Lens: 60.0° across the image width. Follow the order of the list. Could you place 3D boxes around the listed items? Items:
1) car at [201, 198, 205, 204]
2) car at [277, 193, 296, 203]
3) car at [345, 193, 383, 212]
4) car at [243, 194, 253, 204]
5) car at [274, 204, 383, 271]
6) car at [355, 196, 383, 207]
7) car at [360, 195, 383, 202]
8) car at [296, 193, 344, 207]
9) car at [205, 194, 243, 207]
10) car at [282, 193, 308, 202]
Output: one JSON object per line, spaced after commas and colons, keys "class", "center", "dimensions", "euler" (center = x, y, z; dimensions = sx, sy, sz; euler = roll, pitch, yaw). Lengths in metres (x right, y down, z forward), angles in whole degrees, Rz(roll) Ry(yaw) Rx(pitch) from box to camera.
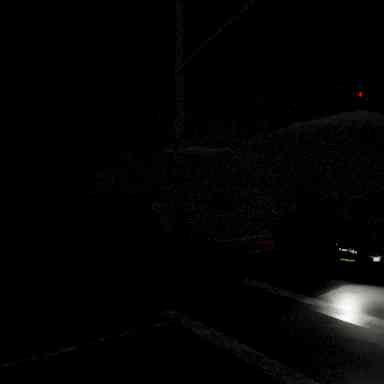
{"class": "car", "center": [3.122, 1.232, 53.060], "dimensions": [1.970, 1.475, 3.806], "euler": [0, 0, -36]}
{"class": "car", "center": [18.496, 1.077, 64.585], "dimensions": [1.905, 1.878, 3.866], "euler": [0, 0, -36]}
{"class": "car", "center": [17.730, 1.077, 32.860], "dimensions": [1.905, 1.878, 3.866], "euler": [0, 0, -36]}
{"class": "car", "center": [8.131, 1.154, 57.084], "dimensions": [2.152, 1.636, 5.027], "euler": [0, 0, -36]}
{"class": "car", "center": [4.120, 1.334, 10.339], "dimensions": [1.837, 1.490, 4.892], "euler": [2, 0, -7]}
{"class": "car", "center": [26.288, 1.298, 47.888], "dimensions": [2.007, 1.523, 4.514], "euler": [0, 0, -36]}
{"class": "car", "center": [37.680, 1.384, 69.648], "dimensions": [1.970, 1.475, 3.806], "euler": [0, 0, -36]}
{"class": "car", "center": [15.780, 1.097, 41.161], "dimensions": [1.932, 1.855, 4.605], "euler": [0, 0, -36]}
{"class": "car", "center": [4.287, 1.298, 45.202], "dimensions": [2.007, 1.523, 4.514], "euler": [0, 0, -36]}
{"class": "car", "center": [20.608, 1.097, 66.623], "dimensions": [1.932, 1.855, 4.605], "euler": [0, 0, -36]}
